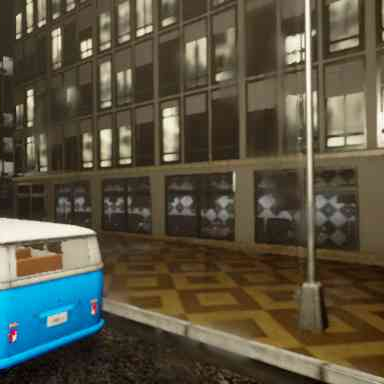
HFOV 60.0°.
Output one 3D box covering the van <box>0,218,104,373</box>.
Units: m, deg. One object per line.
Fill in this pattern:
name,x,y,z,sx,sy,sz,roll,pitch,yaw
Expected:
van,-3.149,1.308,5.154,3.998,1.788,1.690,0,-1,36
